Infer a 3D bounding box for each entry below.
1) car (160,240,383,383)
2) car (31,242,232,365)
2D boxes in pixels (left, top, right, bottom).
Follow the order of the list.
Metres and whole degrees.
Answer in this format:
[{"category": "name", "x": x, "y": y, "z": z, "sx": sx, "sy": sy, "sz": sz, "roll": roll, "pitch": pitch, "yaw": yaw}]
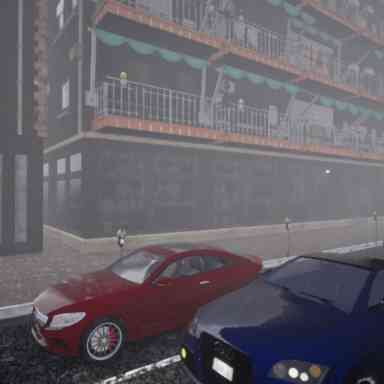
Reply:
[{"category": "car", "x": 1.927, "y": 1.564, "z": 4.435, "sx": 4.181, "sy": 1.385, "sz": 1.994, "roll": 0, "pitch": 0, "yaw": -35}, {"category": "car", "x": -0.457, "y": 1.581, "z": 5.760, "sx": 4.206, "sy": 1.307, "sz": 1.802, "roll": 0, "pitch": 0, "yaw": -35}]
